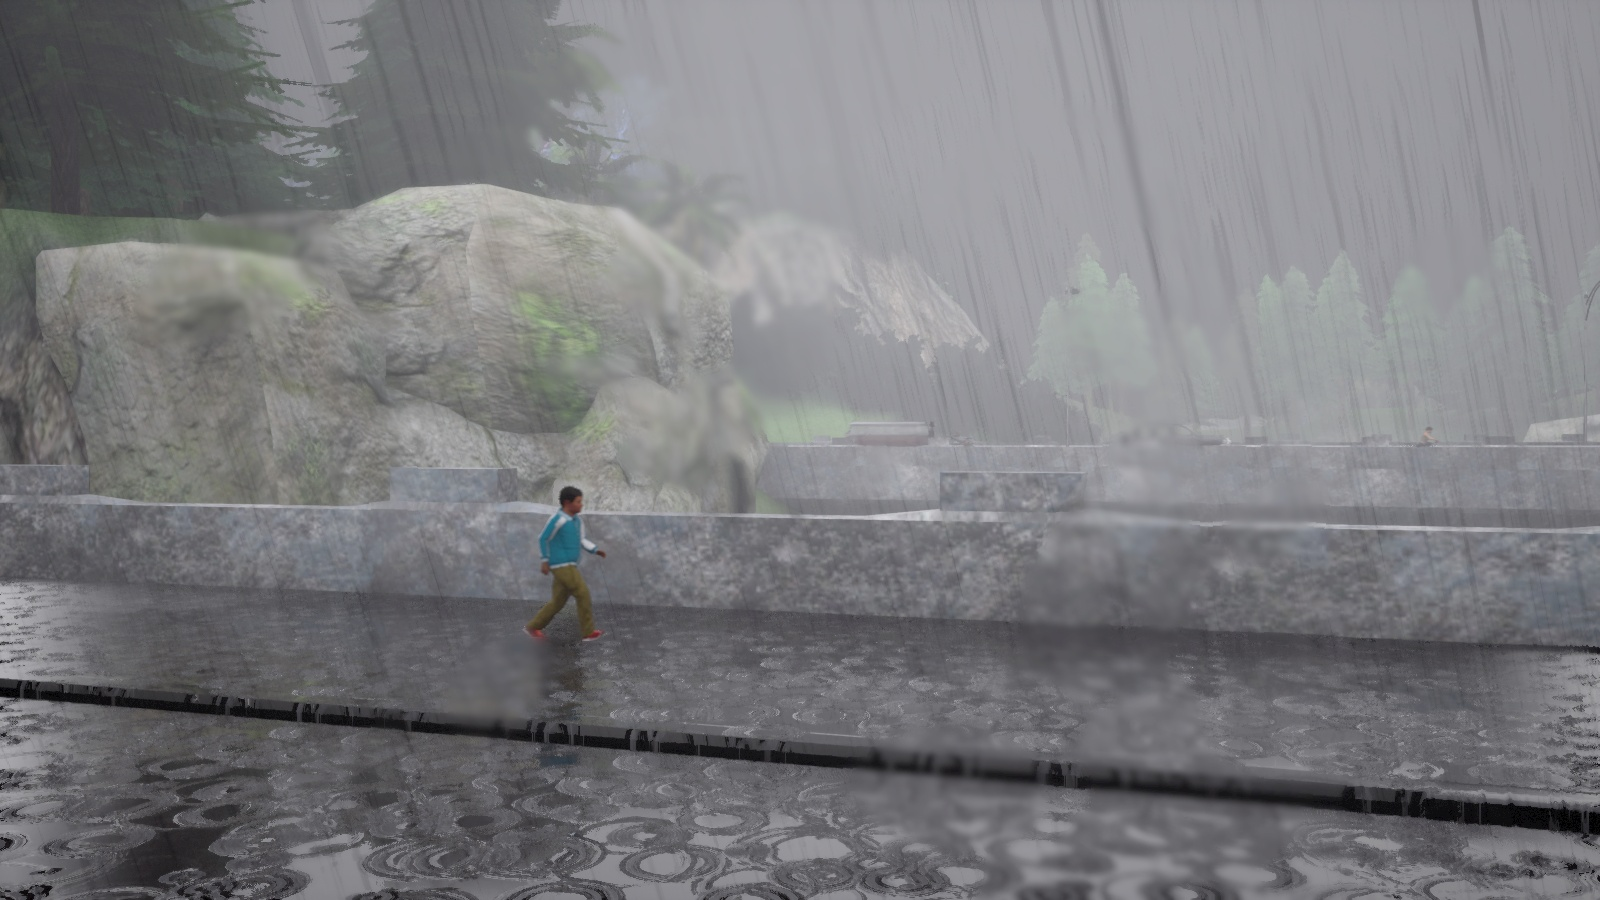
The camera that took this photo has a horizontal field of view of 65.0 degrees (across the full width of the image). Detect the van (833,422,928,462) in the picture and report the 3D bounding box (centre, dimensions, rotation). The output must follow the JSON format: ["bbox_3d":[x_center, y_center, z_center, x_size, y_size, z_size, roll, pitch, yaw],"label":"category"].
[{"bbox_3d":[4.060,-0.414,63.008,4.442,1.987,1.775,1,1,19],"label":"van"}]

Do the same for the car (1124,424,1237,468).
[{"bbox_3d":[16.553,-0.167,54.600,4.605,1.855,1.932,0,1,19],"label":"car"}]

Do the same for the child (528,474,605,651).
[{"bbox_3d":[-1.622,0.770,8.744,0.448,1.192,0.343,0,1,7],"label":"child"}]
